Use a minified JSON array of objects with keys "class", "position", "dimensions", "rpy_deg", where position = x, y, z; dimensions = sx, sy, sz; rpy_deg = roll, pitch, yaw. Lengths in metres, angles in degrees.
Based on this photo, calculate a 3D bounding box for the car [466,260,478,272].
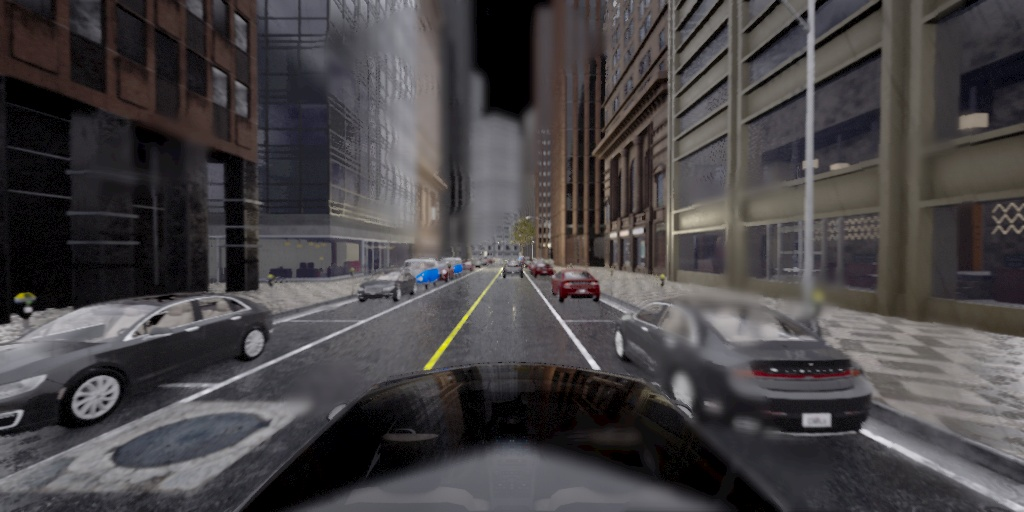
[{"class":"car","position":[-5.663,1.289,44.906],"dimensions":[1.802,1.307,4.207],"rpy_deg":[0,0,0]}]

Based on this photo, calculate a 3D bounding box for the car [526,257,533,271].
[{"class":"car","position":[2.861,1.155,39.285],"dimensions":[1.967,1.591,4.097],"rpy_deg":[0,0,0]}]

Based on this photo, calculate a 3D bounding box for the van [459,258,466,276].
[{"class":"van","position":[-5.665,1.063,33.657],"dimensions":[1.690,1.789,3.998],"rpy_deg":[0,0,0]}]

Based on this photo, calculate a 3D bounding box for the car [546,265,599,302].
[{"class":"car","position":[2.859,1.285,16.786],"dimensions":[1.888,1.381,4.507],"rpy_deg":[0,0,0]}]

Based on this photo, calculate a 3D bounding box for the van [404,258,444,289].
[{"class":"van","position":[-5.666,1.076,22.407],"dimensions":[1.690,1.789,3.998],"rpy_deg":[0,0,0]}]

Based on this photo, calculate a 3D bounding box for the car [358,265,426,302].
[{"class":"car","position":[-5.666,1.290,16.782],"dimensions":[2.007,1.370,4.403],"rpy_deg":[0,0,0]}]

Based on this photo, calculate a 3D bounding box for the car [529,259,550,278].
[{"class":"car","position":[2.861,1.268,33.660],"dimensions":[1.888,1.381,4.507],"rpy_deg":[0,0,0]}]

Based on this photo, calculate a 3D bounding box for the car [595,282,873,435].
[{"class":"car","position":[2.858,1.298,5.537],"dimensions":[2.007,1.370,4.403],"rpy_deg":[0,0,0]}]

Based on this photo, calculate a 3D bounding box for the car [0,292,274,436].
[{"class":"car","position":[-5.668,1.298,5.533],"dimensions":[2.007,1.370,4.403],"rpy_deg":[0,0,0]}]

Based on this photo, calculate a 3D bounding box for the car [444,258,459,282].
[{"class":"car","position":[-5.666,1.169,28.032],"dimensions":[1.967,1.591,4.097],"rpy_deg":[0,0,0]}]

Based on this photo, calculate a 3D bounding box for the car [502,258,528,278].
[{"class":"car","position":[0.104,1.214,33.679],"dimensions":[2.128,1.511,4.902],"rpy_deg":[0,0,0]}]

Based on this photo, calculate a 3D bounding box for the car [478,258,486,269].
[{"class":"car","position":[-5.662,1.253,56.157],"dimensions":[1.948,1.339,4.313],"rpy_deg":[0,0,0]}]
